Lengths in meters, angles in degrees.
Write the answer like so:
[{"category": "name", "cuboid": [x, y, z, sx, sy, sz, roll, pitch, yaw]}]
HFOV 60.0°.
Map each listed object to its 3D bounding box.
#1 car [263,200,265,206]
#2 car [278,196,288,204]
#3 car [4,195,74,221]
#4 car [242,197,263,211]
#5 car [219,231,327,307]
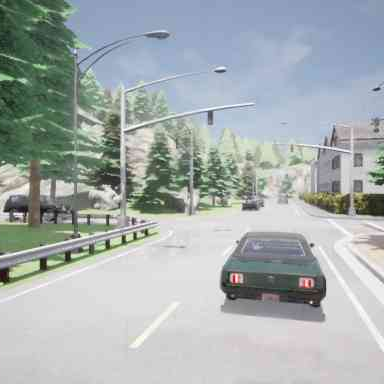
[{"category": "car", "cuboid": [10.072, 1.491, 51.024, 2.128, 1.511, 4.902, 0, 0, 16]}, {"category": "car", "cuboid": [17.362, 1.547, 63.527, 2.033, 1.411, 5.357, 0, 0, 16]}, {"category": "car", "cuboid": [-12.368, 1.237, 26.911, 5.566, 2.045, 2.150, 0, 0, 15]}, {"category": "car", "cuboid": [7.332, 1.601, 41.207, 1.895, 1.301, 4.718, 0, 0, 16]}, {"category": "car", "cuboid": [1.986, 1.601, 8.067, 1.895, 1.301, 4.718, 0, 0, 15]}]
